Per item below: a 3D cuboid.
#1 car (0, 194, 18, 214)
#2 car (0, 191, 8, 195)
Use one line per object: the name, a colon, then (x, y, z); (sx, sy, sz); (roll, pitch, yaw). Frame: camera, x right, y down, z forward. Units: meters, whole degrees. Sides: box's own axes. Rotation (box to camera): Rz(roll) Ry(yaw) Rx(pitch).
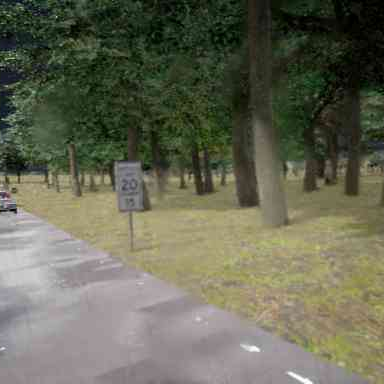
car: (-17.463, 1.308, 31.044); (2.033, 1.411, 5.357); (-5, 3, -32)
car: (-23.908, 0.866, 41.237); (2.150, 2.045, 5.566); (-5, 3, -32)
